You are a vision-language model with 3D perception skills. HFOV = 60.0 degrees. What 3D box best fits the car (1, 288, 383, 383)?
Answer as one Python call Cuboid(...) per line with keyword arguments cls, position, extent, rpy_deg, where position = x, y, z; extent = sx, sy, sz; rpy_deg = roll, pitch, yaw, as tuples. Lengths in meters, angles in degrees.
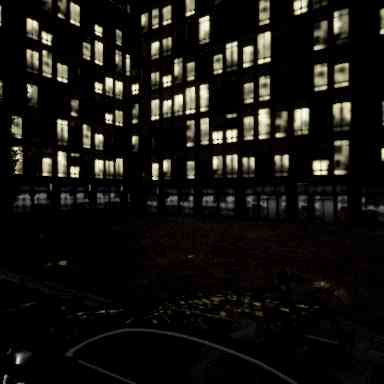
Cuboid(cls="car", position=(0.103, 1.546, 2.769), extent=(4.403, 1.369, 2.008), rpy_deg=(0, 0, 36))
